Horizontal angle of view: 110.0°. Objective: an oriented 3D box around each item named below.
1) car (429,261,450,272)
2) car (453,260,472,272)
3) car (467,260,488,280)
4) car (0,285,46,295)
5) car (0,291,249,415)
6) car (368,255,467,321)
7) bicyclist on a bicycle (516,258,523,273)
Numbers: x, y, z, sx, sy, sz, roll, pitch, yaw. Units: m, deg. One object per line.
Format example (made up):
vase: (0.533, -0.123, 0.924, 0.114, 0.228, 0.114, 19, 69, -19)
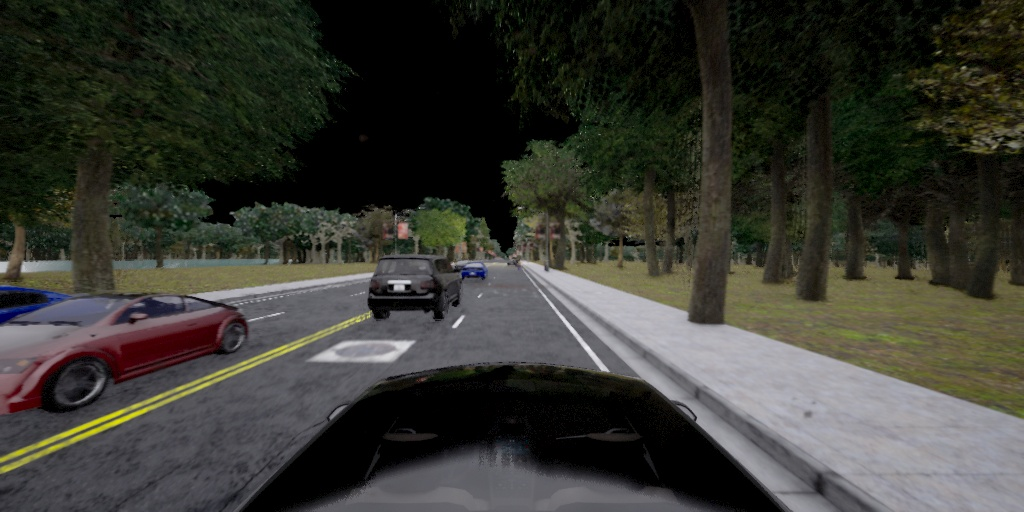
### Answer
car: (-9.807, 1.356, 48.767, 1.994, 1.385, 4.181, 0, 0, 0)
car: (-6.562, 1.268, 47.796, 1.882, 1.535, 5.008, 0, 0, 0)
car: (-3.142, 1.253, 31.093, 1.882, 1.535, 5.008, 0, 0, 0)
car: (-9.846, 1.231, 5.798, 1.882, 1.535, 5.008, 0, 0, 0)
car: (-6.597, 1.317, 5.910, 1.994, 1.385, 4.181, 0, 0, 0)
car: (-3.147, 0.979, 12.698, 2.150, 2.045, 5.566, 0, 0, 0)
bicyclist on a bicycle: (0.911, 1.222, 42.346, 0.866, 1.612, 1.509, 0, 0, 0)
